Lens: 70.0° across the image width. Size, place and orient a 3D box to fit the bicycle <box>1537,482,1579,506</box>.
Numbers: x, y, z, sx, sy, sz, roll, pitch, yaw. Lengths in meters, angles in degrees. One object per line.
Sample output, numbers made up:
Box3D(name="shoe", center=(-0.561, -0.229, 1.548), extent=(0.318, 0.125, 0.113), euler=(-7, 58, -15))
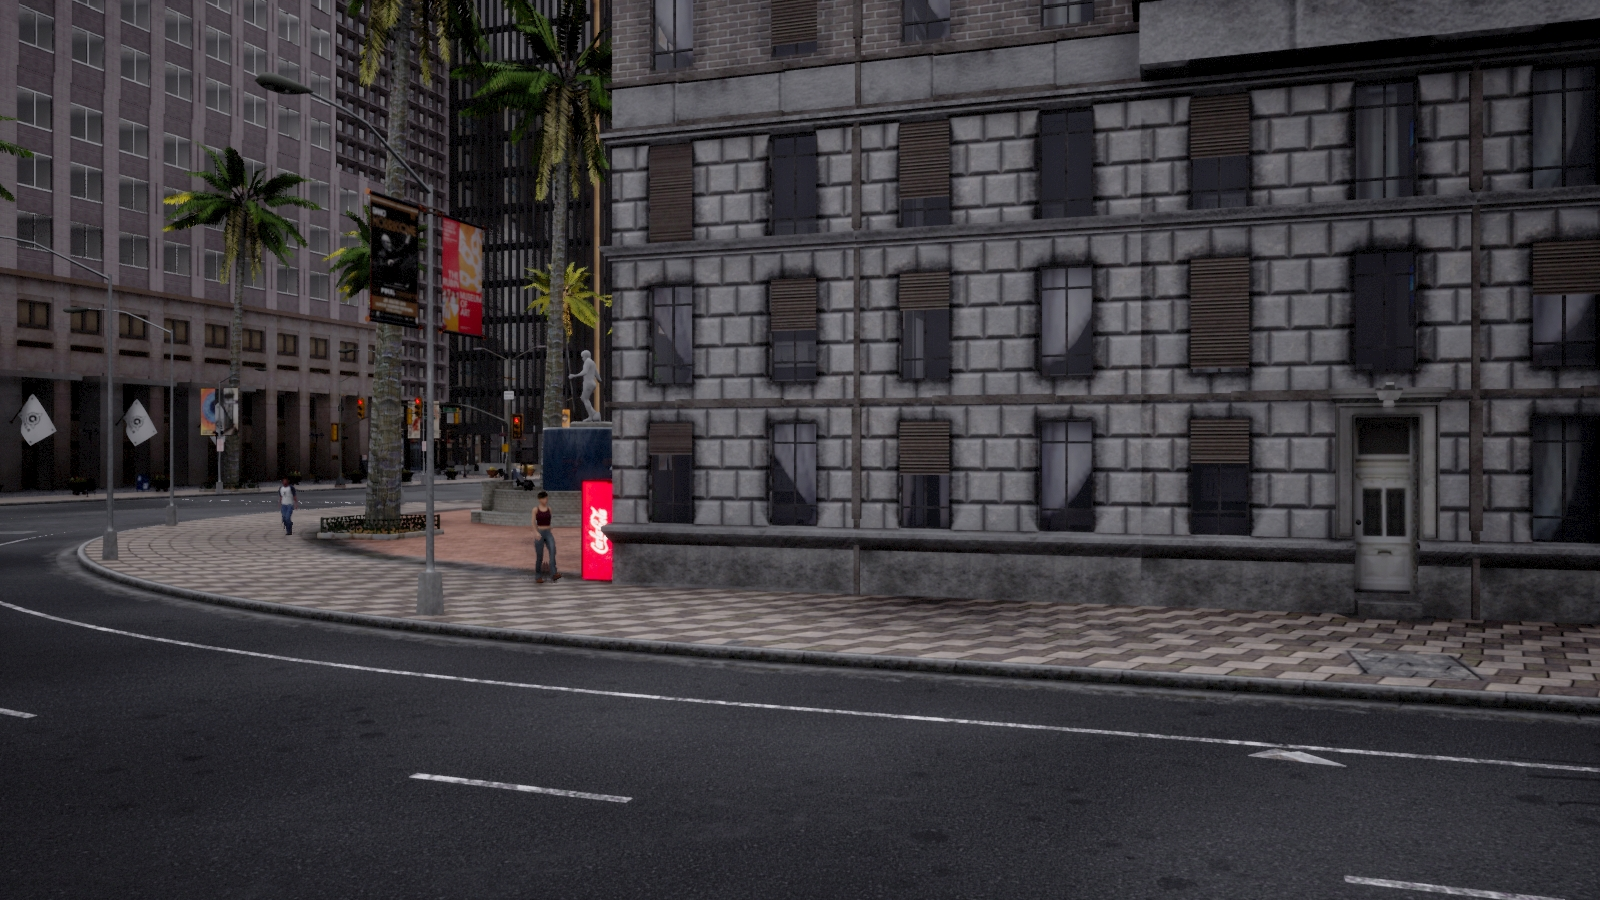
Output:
Box3D(name="bicycle", center=(38.741, 2.246, 58.397), extent=(0.329, 1.171, 1.835), euler=(4, -2, -26))

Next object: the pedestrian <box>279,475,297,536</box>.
Box3D(name="pedestrian", center=(-15.699, 1.696, 35.029), extent=(0.375, 1.860, 0.375), euler=(0, 0, 7))

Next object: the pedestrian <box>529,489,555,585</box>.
Box3D(name="pedestrian", center=(-5.071, 1.696, 22.457), extent=(0.375, 1.860, 0.375), euler=(0, 0, -39))
